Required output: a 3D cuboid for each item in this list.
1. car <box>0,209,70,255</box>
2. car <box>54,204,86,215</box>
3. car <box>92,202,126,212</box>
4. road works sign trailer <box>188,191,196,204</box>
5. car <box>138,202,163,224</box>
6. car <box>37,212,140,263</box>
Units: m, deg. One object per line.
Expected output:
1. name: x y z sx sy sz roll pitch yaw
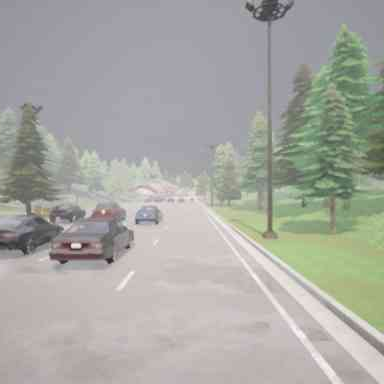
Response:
1. car: -6.983 1.677 13.874 1.812 1.442 4.674 0 0 0
2. car: -10.497 1.816 28.481 1.837 1.490 4.892 0 0 0
3. car: -6.997 1.660 28.404 2.097 1.767 4.553 0 -1 0
4. road works sign trailer: -0.040 1.452 91.216 2.380 3.560 2.880 0 -1 0
5. car: -3.505 1.846 27.486 2.033 1.411 5.357 0 -1 0
6. car: -3.494 1.685 12.516 2.033 1.411 5.357 0 -1 0
